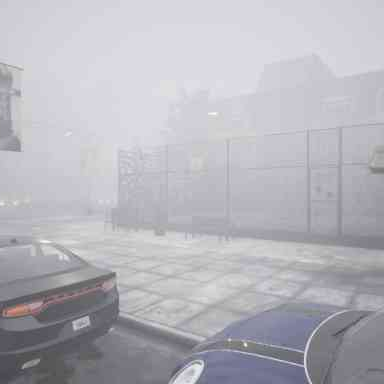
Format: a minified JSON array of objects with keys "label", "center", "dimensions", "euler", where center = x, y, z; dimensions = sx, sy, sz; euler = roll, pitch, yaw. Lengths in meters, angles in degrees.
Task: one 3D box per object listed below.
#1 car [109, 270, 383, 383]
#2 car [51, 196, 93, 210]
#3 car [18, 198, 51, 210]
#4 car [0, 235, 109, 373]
[{"label":"car","center":[1.917,1.354,1.937],"dimensions":[4.553,1.767,2.185],"euler":[0,0,35]},{"label":"car","center":[-14.970,1.352,42.278],"dimensions":[2.097,1.767,4.553],"euler":[0,0,35]},{"label":"car","center":[-19.352,1.505,42.130],"dimensions":[1.837,1.490,4.892],"euler":[0,0,35]},{"label":"car","center":[-3.394,1.480,5.556],"dimensions":[5.008,1.535,2.097],"euler":[0,0,35]}]
